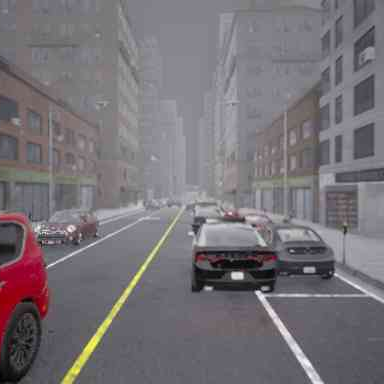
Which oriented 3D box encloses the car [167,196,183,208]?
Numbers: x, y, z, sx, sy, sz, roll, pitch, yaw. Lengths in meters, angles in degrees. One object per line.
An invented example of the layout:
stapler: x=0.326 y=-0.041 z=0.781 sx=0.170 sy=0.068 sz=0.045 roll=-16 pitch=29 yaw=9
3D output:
car: x=-2.934 y=1.627 z=55.782 sx=2.150 sy=2.045 sz=5.566 roll=0 pitch=-1 yaw=0

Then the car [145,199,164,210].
car: x=-5.663 y=1.788 z=48.583 sx=1.967 sy=1.590 sz=4.097 roll=-1 pitch=0 yaw=0

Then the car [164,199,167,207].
car: x=-5.648 y=1.956 z=54.087 sx=1.947 sy=1.339 sz=4.313 roll=-1 pitch=0 yaw=0

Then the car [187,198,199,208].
car: x=0.137 y=1.922 z=59.443 sx=2.128 sy=1.511 sz=4.902 roll=0 pitch=0 yaw=0

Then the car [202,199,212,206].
car: x=2.902 y=2.019 z=65.077 sx=1.887 sy=1.381 sz=4.507 roll=-1 pitch=0 yaw=0

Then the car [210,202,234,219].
car: x=2.825 y=1.770 z=32.047 sx=1.887 sy=1.381 sz=4.507 roll=-1 pitch=0 yaw=0

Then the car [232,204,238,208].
car: x=2.810 y=1.626 z=26.543 sx=1.967 sy=1.590 sz=4.097 roll=-1 pitch=0 yaw=0

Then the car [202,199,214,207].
car: x=2.889 y=1.977 z=59.572 sx=1.887 sy=1.381 sz=4.507 roll=-1 pitch=0 yaw=0

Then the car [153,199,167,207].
car: x=-5.636 y=1.983 z=59.592 sx=2.008 sy=1.369 sz=4.403 roll=-1 pitch=0 yaw=0

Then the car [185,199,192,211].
car: x=0.112 y=1.850 z=45.376 sx=1.812 sy=1.442 sz=4.674 roll=0 pitch=0 yaw=0

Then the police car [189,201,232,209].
police car: x=0.938 y=1.559 z=19.244 sx=1.930 sy=1.638 sz=5.238 roll=0 pitch=0 yaw=0

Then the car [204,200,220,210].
car: x=2.864 y=1.914 z=48.562 sx=1.947 sy=1.339 sz=4.313 roll=-1 pitch=0 yaw=0

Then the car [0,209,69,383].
car: x=-3.098 y=1.239 z=2.543 sx=2.150 sy=2.045 sz=5.566 roll=0 pitch=0 yaw=0

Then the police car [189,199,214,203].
police car: x=0.956 y=1.602 z=25.244 sx=1.930 sy=1.638 sz=5.238 roll=0 pitch=0 yaw=0

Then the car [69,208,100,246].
car: x=-5.740 y=1.547 z=15.553 sx=1.967 sy=1.590 sz=4.097 roll=-1 pitch=0 yaw=0

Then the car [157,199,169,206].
car: x=-5.623 y=2.019 z=65.098 sx=1.887 sy=1.381 sz=4.507 roll=-1 pitch=0 yaw=0

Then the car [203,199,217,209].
car: x=2.876 y=1.935 z=54.067 sx=1.887 sy=1.381 sz=4.507 roll=-1 pitch=0 yaw=0

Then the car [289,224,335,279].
car: x=2.773 y=1.620 z=10.027 sx=2.008 sy=1.369 sz=4.403 roll=-1 pitch=0 yaw=0

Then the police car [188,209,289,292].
police car: x=0.919 y=1.489 z=9.243 sx=1.930 sy=1.638 sz=5.238 roll=0 pitch=0 yaw=0

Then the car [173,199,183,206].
car: x=-2.840 y=2.106 z=69.116 sx=1.895 sy=1.301 sz=4.718 roll=0 pitch=0 yaw=0
